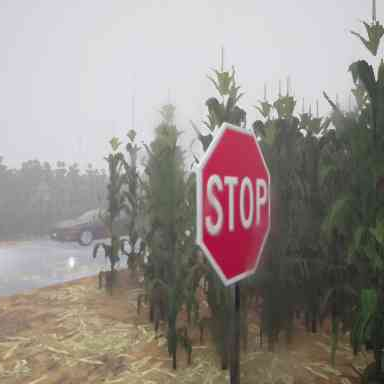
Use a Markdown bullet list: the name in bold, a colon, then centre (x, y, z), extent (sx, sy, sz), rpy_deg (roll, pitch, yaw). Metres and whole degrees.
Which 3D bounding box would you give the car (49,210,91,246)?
- **car**: centre (-4.197, 1.496, 15.734), extent (1.882, 1.535, 5.008), rpy_deg (0, 0, 36)
